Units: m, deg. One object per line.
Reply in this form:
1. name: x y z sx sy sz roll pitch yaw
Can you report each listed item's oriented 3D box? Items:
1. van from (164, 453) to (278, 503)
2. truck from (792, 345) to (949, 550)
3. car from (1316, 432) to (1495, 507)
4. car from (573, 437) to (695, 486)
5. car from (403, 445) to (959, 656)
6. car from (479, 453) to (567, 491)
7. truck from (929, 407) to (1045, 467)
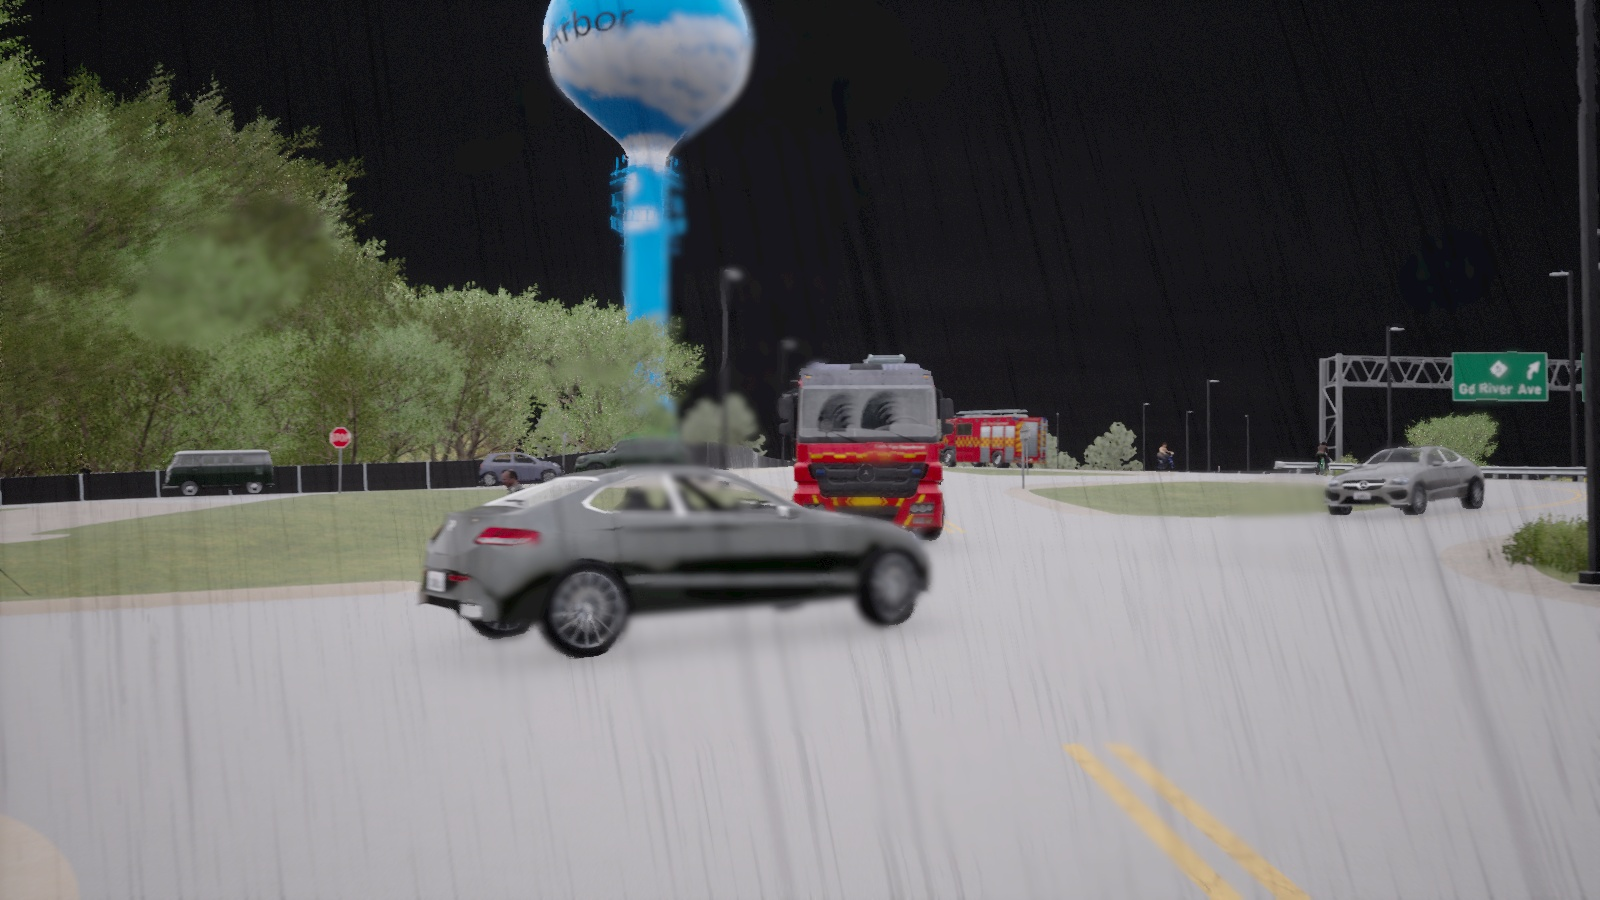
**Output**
1. van: -25.359 1.212 55.140 4.442 1.987 1.775 -2 -1 -23
2. truck: 1.379 -0.063 27.843 2.891 3.827 8.468 -1 0 1
3. car: 15.309 0.474 31.641 5.027 1.651 2.152 -2 -1 -41
4. car: -7.885 0.560 59.718 5.566 2.045 2.150 -3 -2 -9
5. car: -1.060 0.835 12.429 5.027 1.651 2.152 -1 -1 -35
6. car: -12.166 0.954 55.196 3.633 1.501 1.845 -3 0 -13
7. truck: 12.529 -0.798 84.859 2.891 3.827 8.468 1 0 -33
